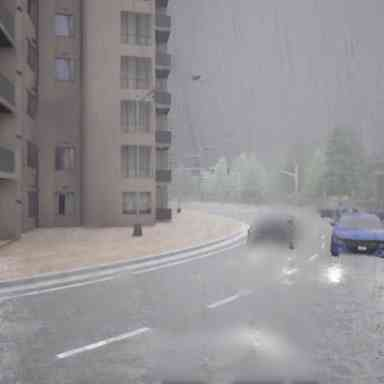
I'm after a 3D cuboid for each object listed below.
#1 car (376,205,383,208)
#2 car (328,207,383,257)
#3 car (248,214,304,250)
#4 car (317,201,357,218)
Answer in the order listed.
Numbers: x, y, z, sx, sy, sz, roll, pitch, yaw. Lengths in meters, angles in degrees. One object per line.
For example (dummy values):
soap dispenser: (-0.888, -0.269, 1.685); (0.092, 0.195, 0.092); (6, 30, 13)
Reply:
car: (16.671, 1.760, 28.572); (1.994, 1.385, 4.181); (0, -1, -3)
car: (6.593, 1.575, 13.091); (1.882, 1.535, 5.008); (0, 0, 25)
car: (3.993, 1.734, 15.375); (1.895, 1.301, 4.718); (0, -1, 24)
car: (13.092, 1.581, 29.977); (2.097, 1.767, 4.553); (0, -1, -4)
